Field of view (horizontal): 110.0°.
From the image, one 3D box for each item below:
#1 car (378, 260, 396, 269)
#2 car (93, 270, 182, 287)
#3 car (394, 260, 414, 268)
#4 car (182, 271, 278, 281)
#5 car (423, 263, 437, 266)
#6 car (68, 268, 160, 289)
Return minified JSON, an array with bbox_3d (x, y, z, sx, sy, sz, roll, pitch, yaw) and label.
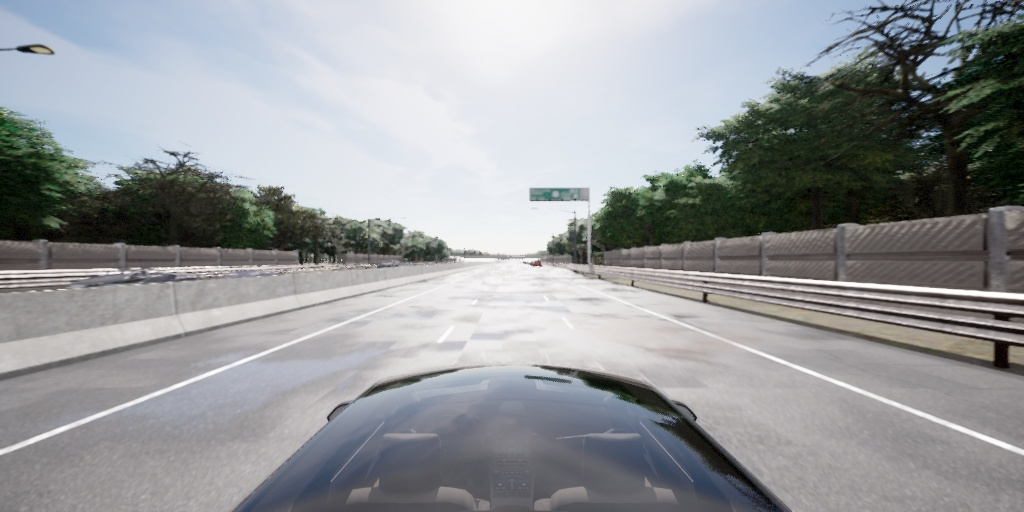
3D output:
[{"bbox_3d":[-21.004,1.639,61.538,2.150,2.045,5.566,0,0,1],"label":"car"},{"bbox_3d":[-17.597,1.532,18.319,1.895,1.301,4.718,0,-1,0],"label":"car"},{"bbox_3d":[-17.519,1.900,59.676,1.837,1.490,4.892,0,-1,1],"label":"car"},{"bbox_3d":[-14.097,1.489,19.234,2.033,1.411,5.357,0,-1,0],"label":"car"},{"bbox_3d":[-14.014,1.922,61.729,1.837,1.490,4.892,0,0,1],"label":"car"},{"bbox_3d":[-21.095,1.439,19.823,2.128,1.511,4.902,0,-1,0],"label":"car"}]
